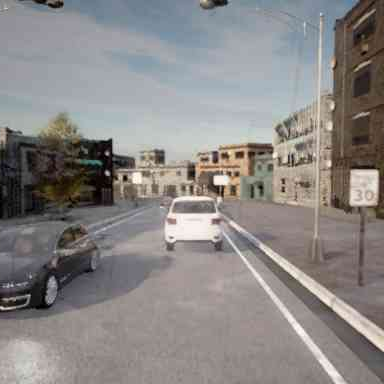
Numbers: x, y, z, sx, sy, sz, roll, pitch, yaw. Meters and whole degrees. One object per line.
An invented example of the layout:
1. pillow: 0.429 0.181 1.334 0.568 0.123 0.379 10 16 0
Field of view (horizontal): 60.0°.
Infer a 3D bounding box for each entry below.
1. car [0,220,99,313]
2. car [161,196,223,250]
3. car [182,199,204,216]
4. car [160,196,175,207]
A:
1. car: -3.608 1.498 7.872 1.837 1.490 4.892 0 0 0
2. car: 0.092 1.207 14.339 2.150 2.045 5.566 0 0 0
3. car: 0.059 1.507 33.639 2.033 1.411 5.357 0 0 0
4. car: -3.643 1.399 49.919 1.812 1.442 4.674 0 0 0
